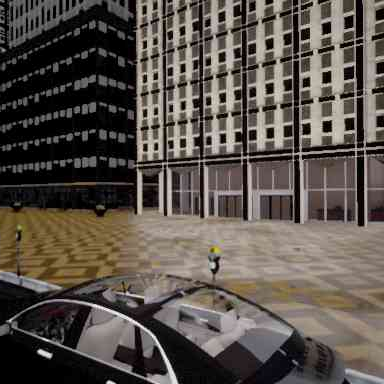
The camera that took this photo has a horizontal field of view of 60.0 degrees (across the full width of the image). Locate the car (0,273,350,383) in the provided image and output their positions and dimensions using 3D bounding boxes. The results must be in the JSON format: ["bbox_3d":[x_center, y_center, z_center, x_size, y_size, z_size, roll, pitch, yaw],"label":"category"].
[{"bbox_3d":[-0.757,1.550,3.420,4.403,1.369,2.008,0,0,36],"label":"car"}]
